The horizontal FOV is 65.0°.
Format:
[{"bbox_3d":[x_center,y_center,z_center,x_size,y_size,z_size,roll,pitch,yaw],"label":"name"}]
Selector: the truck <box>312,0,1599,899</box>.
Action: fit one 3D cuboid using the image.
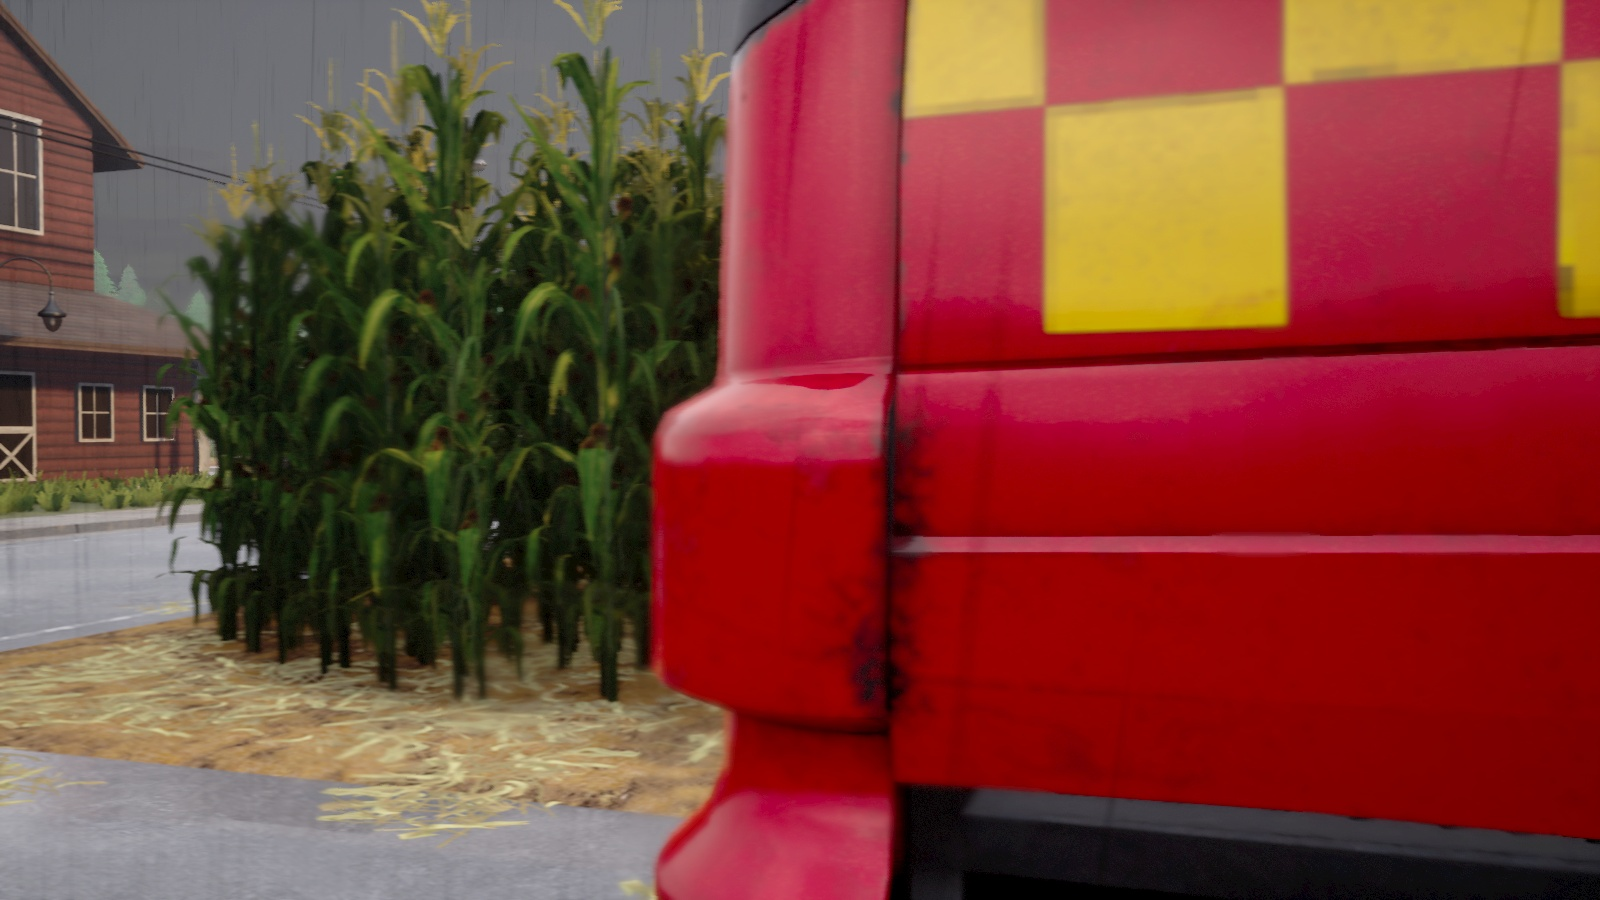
[{"bbox_3d":[3.925,-0.347,1.453,8.468,3.827,2.891,0,1,18],"label":"truck"}]
